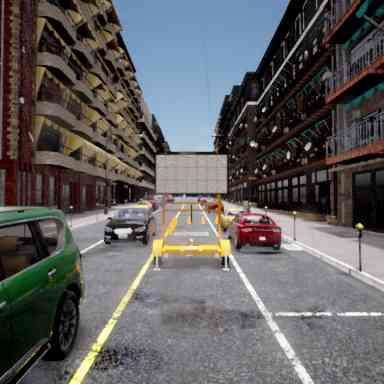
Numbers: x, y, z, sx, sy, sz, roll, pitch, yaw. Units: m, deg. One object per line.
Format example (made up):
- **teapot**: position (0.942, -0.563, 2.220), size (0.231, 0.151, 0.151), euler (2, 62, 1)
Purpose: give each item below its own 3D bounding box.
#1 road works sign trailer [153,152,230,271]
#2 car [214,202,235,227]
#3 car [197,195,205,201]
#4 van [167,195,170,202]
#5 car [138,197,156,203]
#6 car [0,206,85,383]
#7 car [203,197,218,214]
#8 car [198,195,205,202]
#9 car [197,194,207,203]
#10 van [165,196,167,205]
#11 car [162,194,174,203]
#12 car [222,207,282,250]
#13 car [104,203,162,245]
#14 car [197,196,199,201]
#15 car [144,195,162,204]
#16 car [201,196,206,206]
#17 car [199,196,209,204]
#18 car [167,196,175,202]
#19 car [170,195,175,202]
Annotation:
- **road works sign trailer**: position (-0.014, 0.475, 10.980), size (2.380, 3.560, 2.880), euler (0, 0, 0)
- **car**: position (2.559, 1.551, 20.019), size (1.752, 1.417, 4.829), euler (1, 0, 0)
- **car**: position (2.424, 1.723, 91.750), size (1.967, 1.590, 4.097), euler (1, 0, 0)
- **van**: position (-5.372, 1.473, 58.614), size (1.690, 1.788, 3.998), euler (1, 0, 0)
- **car**: position (-5.344, 1.588, 36.322), size (1.752, 1.417, 4.829), euler (2, 0, 0)
- **car**: position (-2.746, 1.224, 3.024), size (2.150, 2.045, 5.566), euler (0, 0, 0)
- **car**: position (2.535, 1.608, 36.439), size (1.887, 1.381, 4.507), euler (1, 0, 0)
- **car**: position (2.504, 1.676, 58.563), size (1.887, 1.381, 4.507), euler (1, 0, 0)
- **car**: position (2.443, 1.541, 80.687), size (2.192, 1.841, 5.009), euler (1, 0, 0)
- **van**: position (-5.363, 1.452, 53.082), size (1.690, 1.788, 3.998), euler (2, 0, 0)
- **car**: position (-5.394, 1.516, 75.205), size (2.192, 1.841, 5.009), euler (1, 0, 0)
- **car**: position (2.567, 1.561, 14.317), size (1.887, 1.381, 4.507), euler (1, 0, 0)
- **car**: position (-2.775, 1.510, 15.706), size (2.128, 1.511, 4.902), euler (0, 0, 0)
- **car**: position (2.496, 1.698, 64.093), size (1.887, 1.381, 4.507), euler (1, 0, 0)
- **car**: position (-5.347, 1.393, 42.024), size (2.192, 1.841, 5.009), euler (2, 0, 0)
- **car**: position (2.527, 1.628, 41.971), size (2.008, 1.369, 4.403), euler (1, 0, 0)
- **car**: position (2.498, 1.617, 69.625), size (1.967, 1.590, 4.097), euler (1, 0, 0)
- **car**: position (-5.417, 1.820, 86.266), size (1.947, 1.339, 4.313), euler (1, 0, 0)
- **car**: position (-5.387, 1.492, 69.675), size (2.192, 1.841, 5.009), euler (1, 0, 0)
